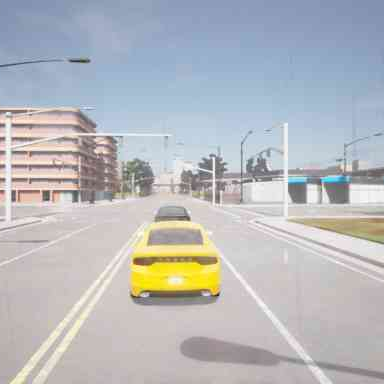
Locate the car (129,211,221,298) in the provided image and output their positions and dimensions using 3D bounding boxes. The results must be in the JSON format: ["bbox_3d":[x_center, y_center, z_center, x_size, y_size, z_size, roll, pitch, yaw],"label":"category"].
[{"bbox_3d":[-0.437,1.478,8.594,1.882,1.535,5.008,0,0,-3],"label":"car"}]

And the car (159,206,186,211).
[{"bbox_3d":[-1.068,1.478,18.154,1.882,1.535,5.008,0,0,-4],"label":"car"}]
